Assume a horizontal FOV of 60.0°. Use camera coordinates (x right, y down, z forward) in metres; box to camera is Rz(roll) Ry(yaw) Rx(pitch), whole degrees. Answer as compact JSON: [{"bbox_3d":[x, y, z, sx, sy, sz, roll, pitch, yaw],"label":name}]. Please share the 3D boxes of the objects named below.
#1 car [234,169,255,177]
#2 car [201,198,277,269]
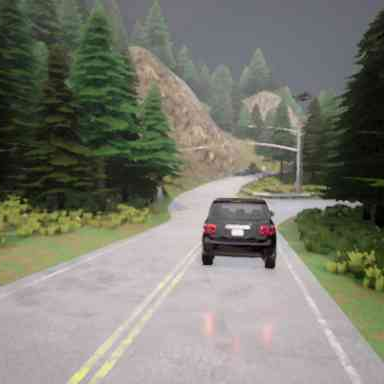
[{"bbox_3d":[10.626,-3.856,66.891,2.033,1.411,5.357,5,11,43],"label":"car"},{"bbox_3d":[1.665,1.221,11.496,2.150,2.045,5.566,1,-1,10],"label":"car"}]
